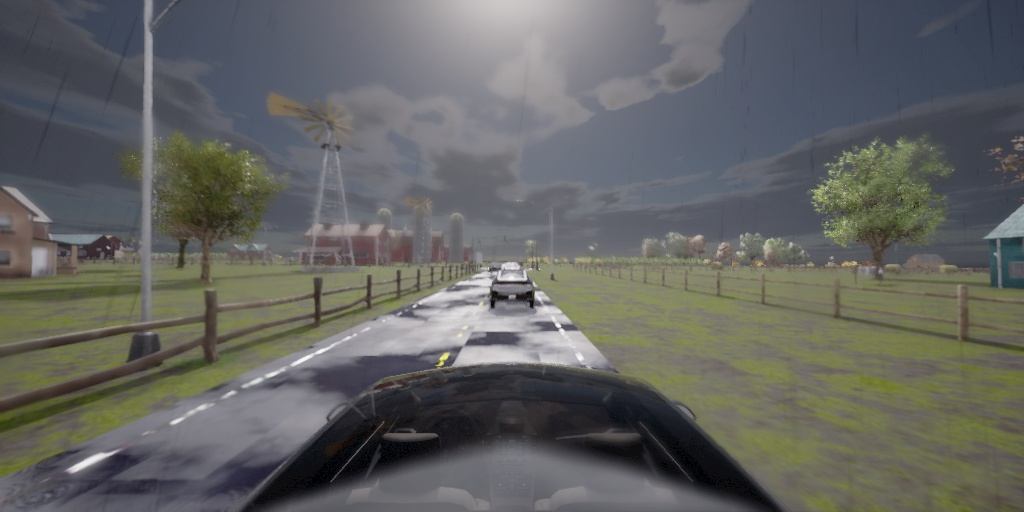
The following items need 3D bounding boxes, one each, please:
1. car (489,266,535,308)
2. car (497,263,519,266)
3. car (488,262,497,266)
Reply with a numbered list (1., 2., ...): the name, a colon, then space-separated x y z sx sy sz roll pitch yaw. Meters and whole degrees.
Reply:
1. car: 0.017 1.379 16.151 2.128 1.511 4.902 0 0 0
2. car: 0.031 1.523 31.155 2.128 1.511 4.902 0 0 0
3. car: -2.701 1.807 58.252 1.837 1.490 4.892 0 -1 0
